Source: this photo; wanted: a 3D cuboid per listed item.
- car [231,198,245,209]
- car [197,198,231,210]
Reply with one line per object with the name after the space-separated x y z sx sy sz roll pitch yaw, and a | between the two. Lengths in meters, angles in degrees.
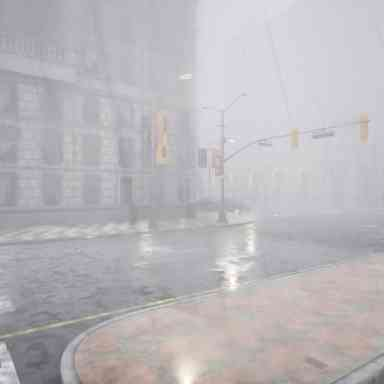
5.068 1.526 44.597 1.812 1.442 4.674 0 0 -36 | car
2.205 1.491 42.583 2.128 1.511 4.902 0 0 -36 | car
